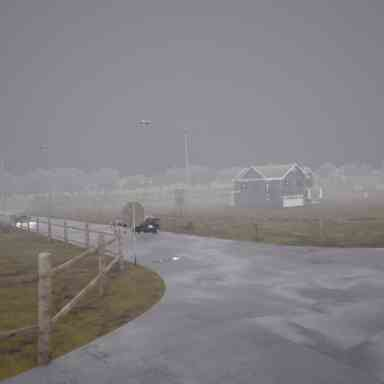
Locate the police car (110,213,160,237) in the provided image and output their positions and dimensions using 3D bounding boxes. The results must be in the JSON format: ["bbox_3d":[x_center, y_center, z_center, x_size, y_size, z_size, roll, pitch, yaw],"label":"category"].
[{"bbox_3d":[-4.164,2.123,23.422,1.930,1.638,5.238,-2,-1,-36],"label":"police car"}]

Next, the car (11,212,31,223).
[{"bbox_3d":[-23.791,3.481,46.252,1.895,1.301,4.718,-2,-1,-36],"label":"car"}]
